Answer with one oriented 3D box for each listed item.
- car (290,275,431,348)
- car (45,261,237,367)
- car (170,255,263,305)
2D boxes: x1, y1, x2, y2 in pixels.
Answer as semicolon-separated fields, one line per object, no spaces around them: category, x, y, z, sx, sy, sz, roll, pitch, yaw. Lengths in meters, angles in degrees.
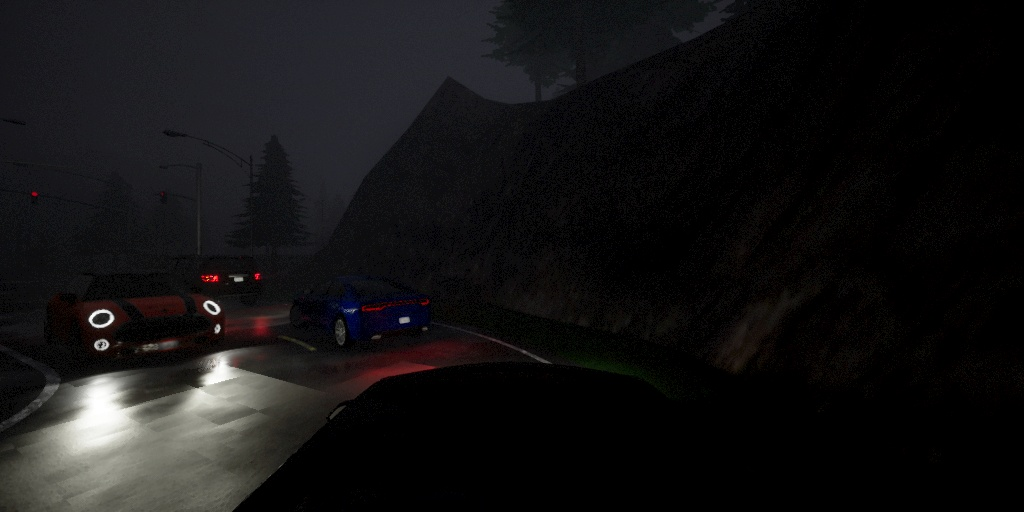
car;-4.114;1.228;9.401;5.008;1.535;1.882;0;0;43
car;-8.428;1.102;7.999;4.553;1.767;2.097;0;0;32
car;-12.624;0.971;14.645;5.566;2.045;2.150;0;0;27
